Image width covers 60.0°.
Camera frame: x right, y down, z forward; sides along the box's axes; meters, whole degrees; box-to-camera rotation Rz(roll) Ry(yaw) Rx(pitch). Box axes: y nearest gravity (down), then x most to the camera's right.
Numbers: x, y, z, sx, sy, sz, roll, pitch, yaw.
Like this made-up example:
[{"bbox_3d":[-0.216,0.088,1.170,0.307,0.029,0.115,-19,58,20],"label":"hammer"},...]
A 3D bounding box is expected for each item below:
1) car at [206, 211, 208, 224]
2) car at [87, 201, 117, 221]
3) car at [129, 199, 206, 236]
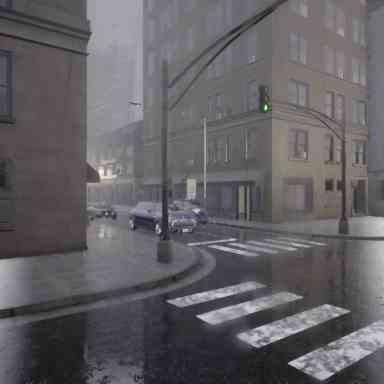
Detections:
[{"bbox_3d":[-0.978,1.254,22.144,2.097,1.767,4.553,0,0,-36],"label":"car"},{"bbox_3d":[-7.418,1.428,26.084,1.994,1.385,4.181,0,0,-35],"label":"car"},{"bbox_3d":[-1.624,1.269,17.977,2.097,1.767,4.553,0,0,-36],"label":"car"}]
